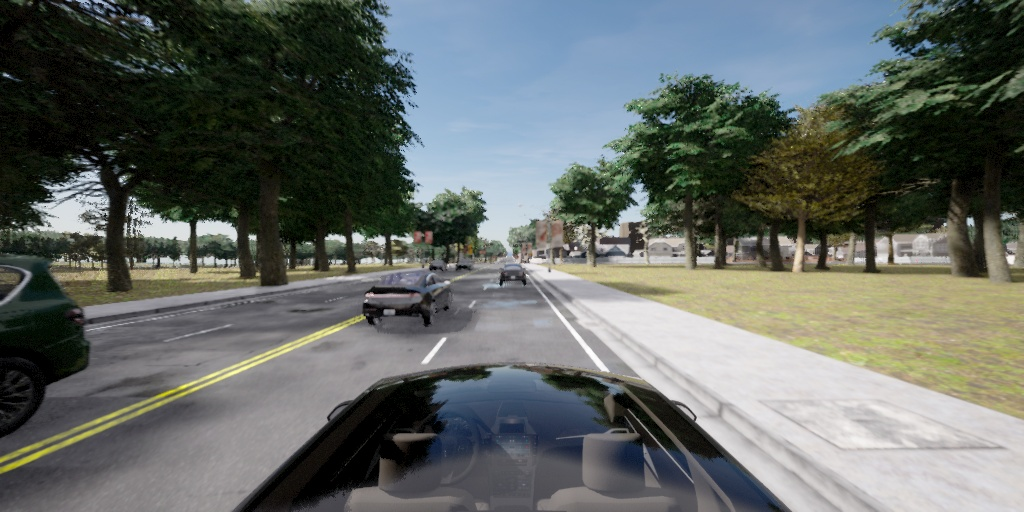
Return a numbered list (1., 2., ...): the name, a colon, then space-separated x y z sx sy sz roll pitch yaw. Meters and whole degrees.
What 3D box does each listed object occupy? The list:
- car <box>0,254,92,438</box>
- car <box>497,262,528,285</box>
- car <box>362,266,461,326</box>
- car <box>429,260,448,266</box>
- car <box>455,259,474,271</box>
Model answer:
1. car: -6.601 0.971 2.309 2.150 2.045 5.566 0 0 0
2. car: 0.069 1.286 26.385 1.812 1.442 4.674 0 0 0
3. car: -3.162 1.241 11.671 2.128 1.511 4.902 0 0 0
4. car: -9.831 1.324 48.141 1.837 1.490 4.892 0 -1 0
5. car: -6.562 1.174 49.847 2.097 1.767 4.553 0 0 0
